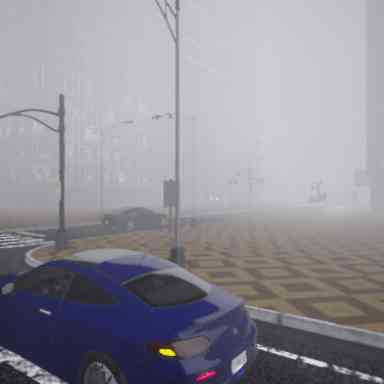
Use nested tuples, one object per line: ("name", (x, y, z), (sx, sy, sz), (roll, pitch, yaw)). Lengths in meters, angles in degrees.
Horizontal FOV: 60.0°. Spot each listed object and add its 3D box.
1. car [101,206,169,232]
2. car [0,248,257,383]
("car", (-3.616, 1.683, 21.987), (1.882, 1.535, 5.008), (0, 0, 38))
("car", (-1.403, 1.554, 4.687), (4.674, 1.442, 1.812), (-1, 0, 35))
